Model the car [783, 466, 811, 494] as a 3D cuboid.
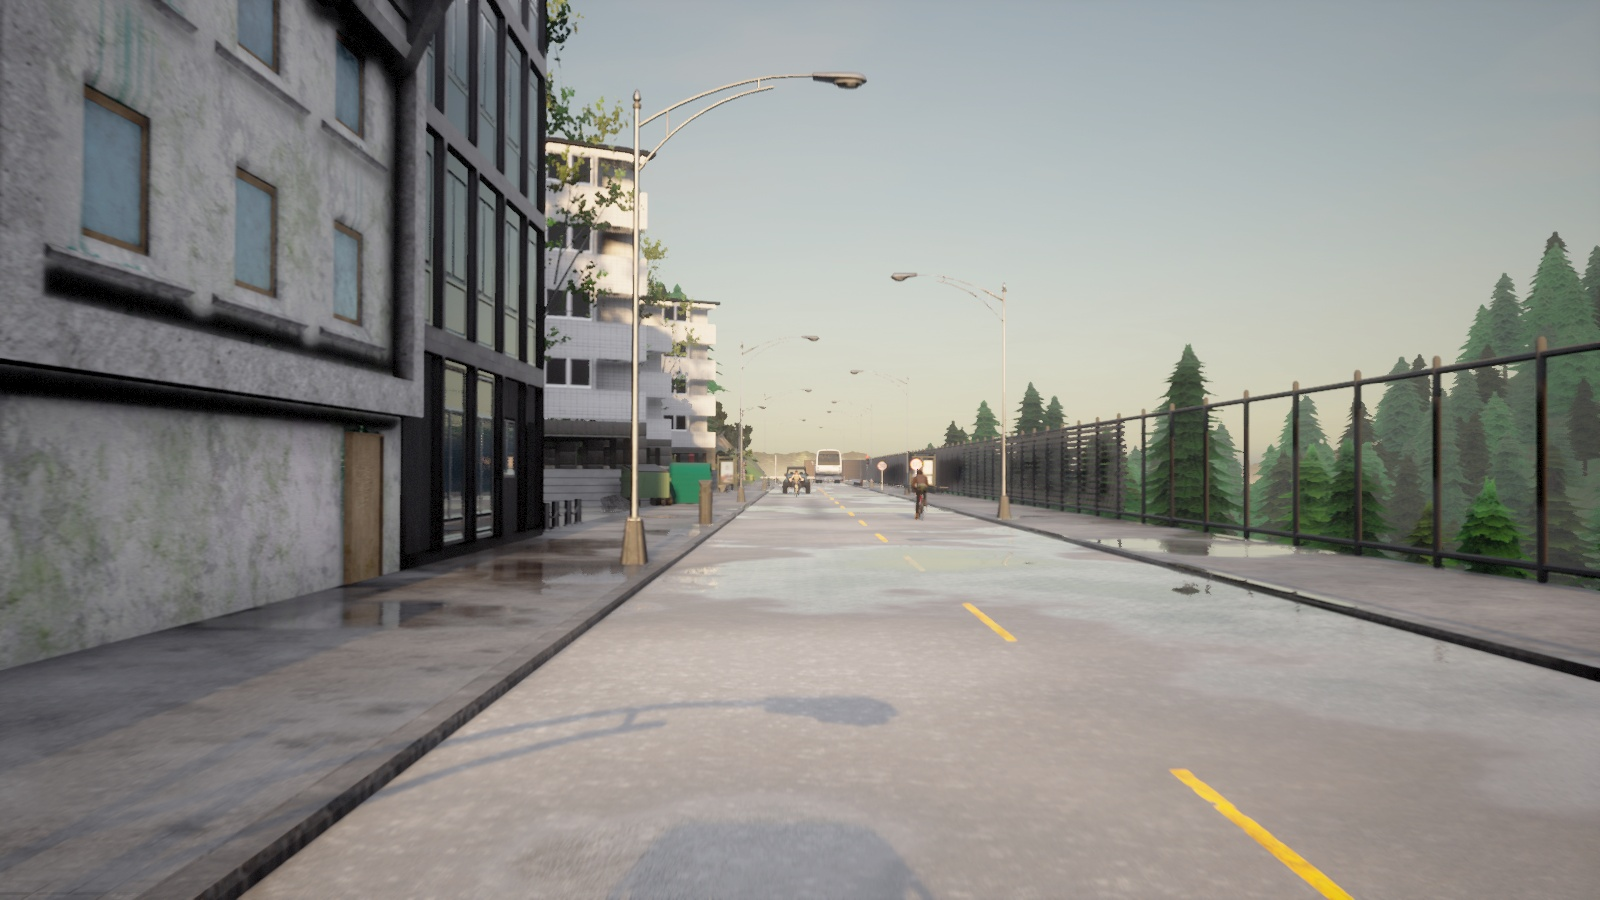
[{"bbox_3d":[-0.224,2.062,86.655,1.905,1.878,3.866,0,-1,0],"label":"car"}]
